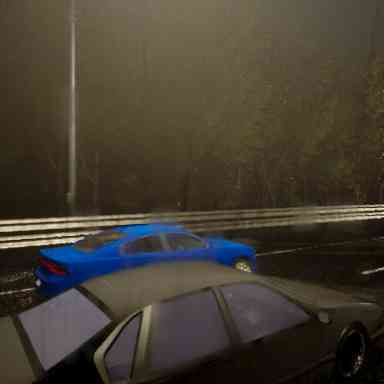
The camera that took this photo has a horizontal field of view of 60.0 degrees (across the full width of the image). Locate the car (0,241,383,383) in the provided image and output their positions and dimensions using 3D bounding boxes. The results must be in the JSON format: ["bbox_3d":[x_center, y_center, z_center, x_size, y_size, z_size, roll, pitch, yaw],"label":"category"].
[{"bbox_3d":[0.028,1.542,3.709,5.357,1.411,2.033,0,0,-35],"label":"car"}]

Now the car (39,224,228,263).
[{"bbox_3d":[-0.731,1.466,7.405,5.008,1.535,1.882,0,0,-35],"label":"car"}]
